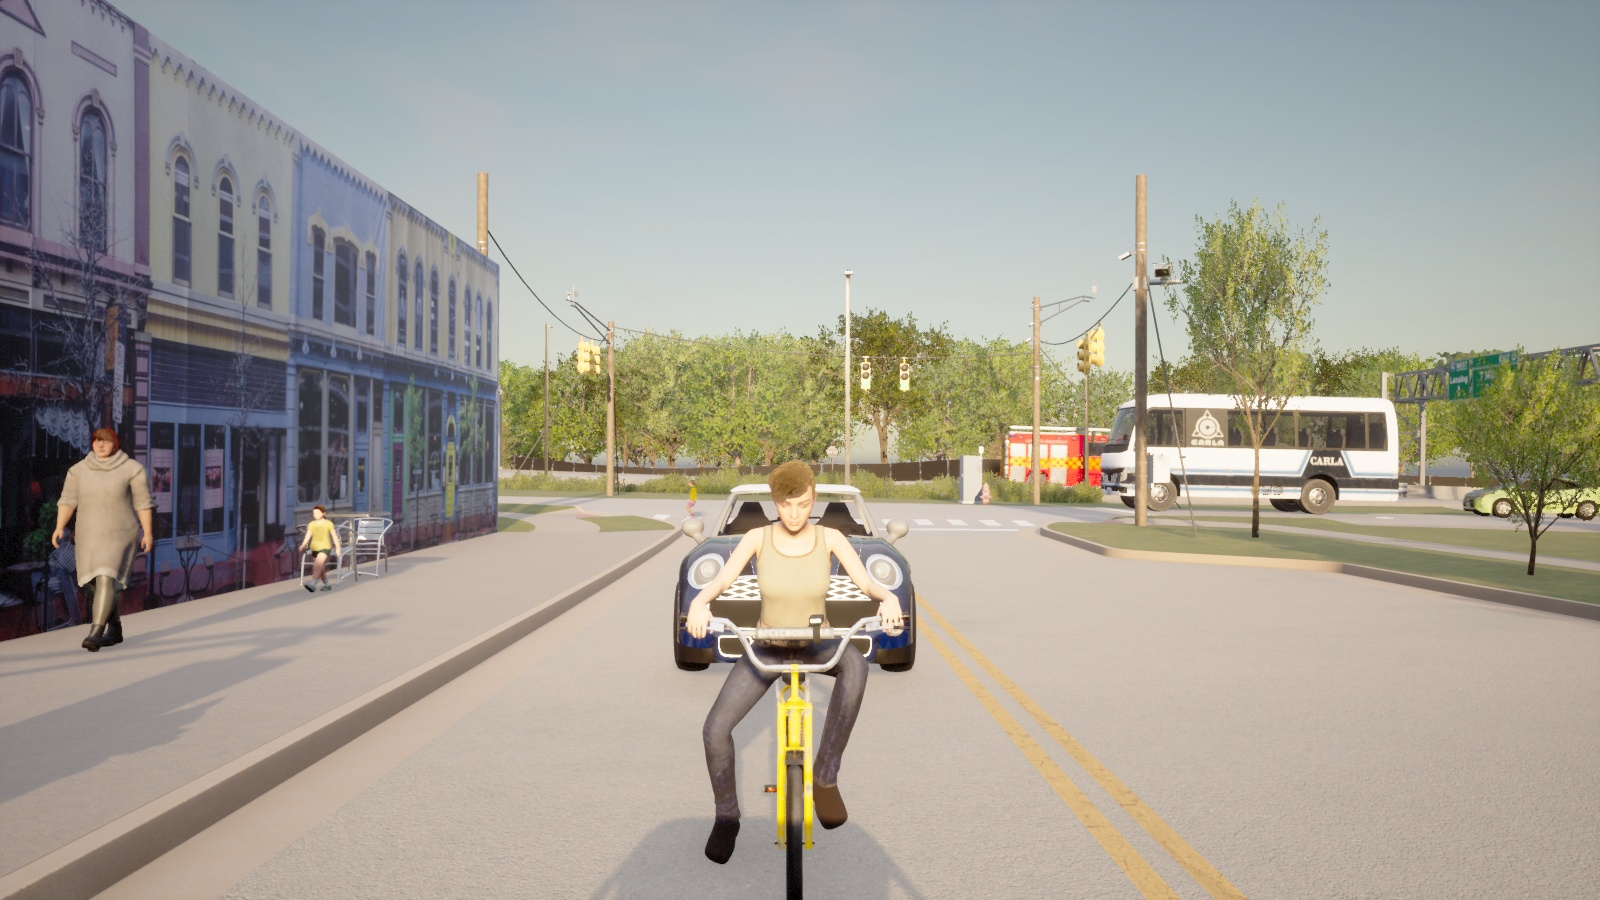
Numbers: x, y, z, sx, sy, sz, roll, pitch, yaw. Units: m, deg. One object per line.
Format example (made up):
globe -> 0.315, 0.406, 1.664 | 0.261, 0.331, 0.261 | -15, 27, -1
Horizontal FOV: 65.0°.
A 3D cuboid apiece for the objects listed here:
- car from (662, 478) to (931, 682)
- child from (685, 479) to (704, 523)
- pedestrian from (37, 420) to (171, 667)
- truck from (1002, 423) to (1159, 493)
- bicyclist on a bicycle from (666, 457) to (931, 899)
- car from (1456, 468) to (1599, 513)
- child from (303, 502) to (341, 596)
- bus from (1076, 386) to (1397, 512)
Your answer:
car -> -0.034, 0.998, 11.131 | 1.970, 1.475, 3.806 | 0, -1, 0
child -> -2.799, 1.345, 33.430 | 0.473, 1.160, 0.299 | 0, -1, 0
pedestrian -> -5.747, 0.744, 10.418 | 0.659, 1.952, 0.873 | 0, -1, -4
truck -> 16.314, 0.470, 73.464 | 8.468, 3.827, 2.891 | 1, -1, 0
bicyclist on a bicycle -> -0.017, 0.844, 4.879 | 0.866, 1.612, 1.509 | 0, -1, -1
car -> 26.559, 1.466, 45.517 | 4.514, 1.525, 2.007 | 1, -1, 7
child -> -5.794, 1.195, 15.221 | 0.255, 1.110, 0.394 | 0, -1, 12
bus -> 15.633, 0.001, 45.704 | 10.273, 4.253, 3.944 | 1, -1, -1
